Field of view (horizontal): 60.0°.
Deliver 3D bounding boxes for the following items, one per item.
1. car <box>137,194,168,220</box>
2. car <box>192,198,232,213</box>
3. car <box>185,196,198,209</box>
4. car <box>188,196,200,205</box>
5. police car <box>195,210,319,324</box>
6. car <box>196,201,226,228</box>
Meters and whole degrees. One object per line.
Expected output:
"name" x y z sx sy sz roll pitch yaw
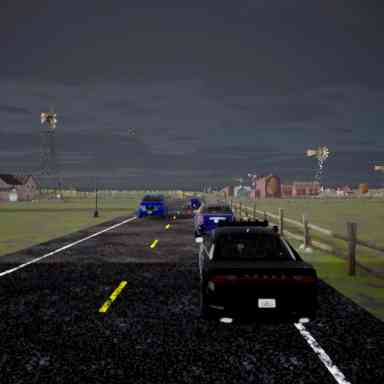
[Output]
"car" -3.284 1.232 28.788 2.150 2.045 5.566 0 0 0
"car" 1.184 1.354 17.316 2.097 1.767 4.553 0 0 0
"car" 0.376 1.562 45.311 1.812 1.442 4.674 0 0 1
"car" 0.450 1.563 61.964 2.128 1.511 4.902 0 0 0
"police car" 1.116 1.425 7.455 1.930 1.638 5.238 0 0 0
"car" 1.229 1.463 23.535 1.801 1.575 5.366 0 0 0
